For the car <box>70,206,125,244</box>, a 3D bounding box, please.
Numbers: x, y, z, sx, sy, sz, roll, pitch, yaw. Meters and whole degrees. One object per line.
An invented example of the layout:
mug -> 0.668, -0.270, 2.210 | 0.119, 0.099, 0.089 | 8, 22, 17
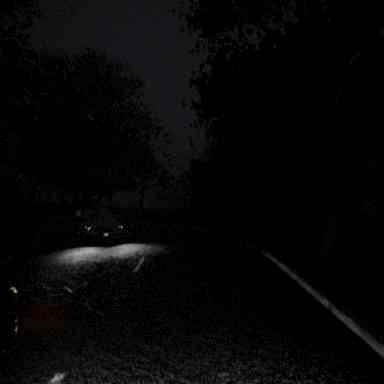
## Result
car -> -4.642, 1.446, 15.879 | 1.812, 1.442, 4.674 | 1, 1, -28

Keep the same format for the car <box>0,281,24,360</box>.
car -> -3.397, 1.559, 3.108 | 1.994, 1.385, 4.181 | 0, 0, -1
